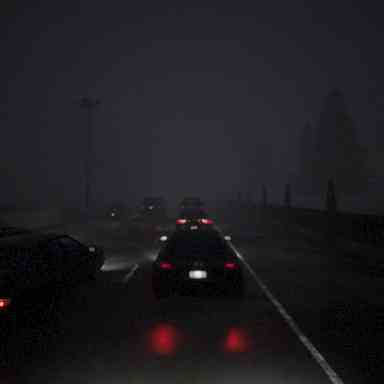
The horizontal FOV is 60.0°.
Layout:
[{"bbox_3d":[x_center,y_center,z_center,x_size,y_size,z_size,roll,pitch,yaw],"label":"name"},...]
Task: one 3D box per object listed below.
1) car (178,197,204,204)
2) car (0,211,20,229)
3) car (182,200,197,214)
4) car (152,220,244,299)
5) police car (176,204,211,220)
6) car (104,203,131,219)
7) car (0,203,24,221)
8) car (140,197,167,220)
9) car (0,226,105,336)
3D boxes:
[{"bbox_3d":[-0.059,1.499,30.215,2.150,2.045,5.566,0,0,-1],"label":"car"},{"bbox_3d":[-6.902,1.590,10.790,2.128,1.511,4.902,0,-1,0],"label":"car"},{"bbox_3d":[-0.384,1.838,42.250,1.801,1.575,5.366,0,-1,-2],"label":"car"},{"bbox_3d":[0.104,1.642,8.655,1.994,1.385,4.181,0,-1,0],"label":"car"},{"bbox_3d":[0.089,1.678,19.078,2.038,1.542,4.974,0,0,0],"label":"police car"},{"bbox_3d":[-7.099,1.794,31.999,1.837,1.490,4.892,0,-1,-1],"label":"car"},{"bbox_3d":[-17.631,1.768,30.368,2.128,1.511,4.902,0,-1,-1],"label":"car"},{"bbox_3d":[-3.572,1.503,31.228,2.150,2.045,5.566,0,-1,-1],"label":"car"},{"bbox_3d":[-3.402,1.613,7.122,2.033,1.411,5.357,0,0,0],"label":"car"}]
